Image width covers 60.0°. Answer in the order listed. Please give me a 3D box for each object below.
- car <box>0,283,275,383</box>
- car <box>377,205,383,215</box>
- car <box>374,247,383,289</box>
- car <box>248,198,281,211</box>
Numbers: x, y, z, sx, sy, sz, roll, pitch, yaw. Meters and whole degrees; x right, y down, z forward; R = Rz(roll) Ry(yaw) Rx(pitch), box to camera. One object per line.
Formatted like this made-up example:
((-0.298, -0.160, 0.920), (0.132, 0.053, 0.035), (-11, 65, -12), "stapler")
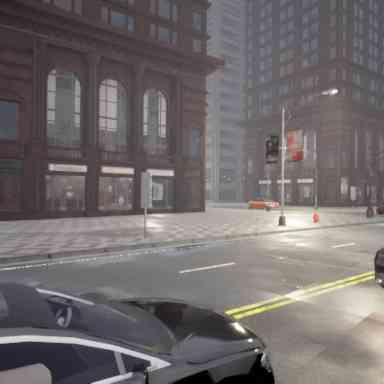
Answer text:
((-1.456, 1.492, 2.401), (4.902, 1.511, 2.128), (0, 0, -35), "car")
((19.421, 1.594, 29.804), (1.882, 1.535, 5.008), (0, -1, -45), "car")
((6.162, 1.512, 7.819), (4.892, 1.490, 1.837), (0, 0, -35), "car")
((9.367, 1.549, 42.856), (2.097, 1.767, 4.553), (1, -1, -35), "car")
